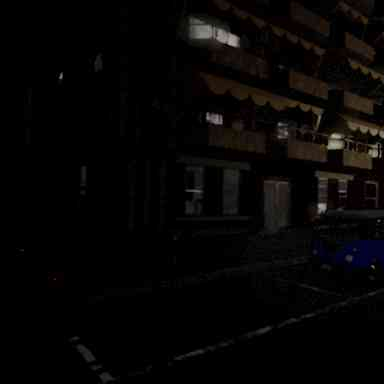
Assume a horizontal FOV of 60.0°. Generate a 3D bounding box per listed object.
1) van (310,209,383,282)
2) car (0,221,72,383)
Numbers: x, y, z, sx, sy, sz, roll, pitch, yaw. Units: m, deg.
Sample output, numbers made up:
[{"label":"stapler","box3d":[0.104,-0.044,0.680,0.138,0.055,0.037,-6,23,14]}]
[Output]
[{"label":"van","box3d":[5.179,1.429,9.769,3.998,1.788,1.690,1,1,-35]},{"label":"car","box3d":[-3.819,1.306,3.342,5.009,1.841,2.192,1,1,-35]}]
